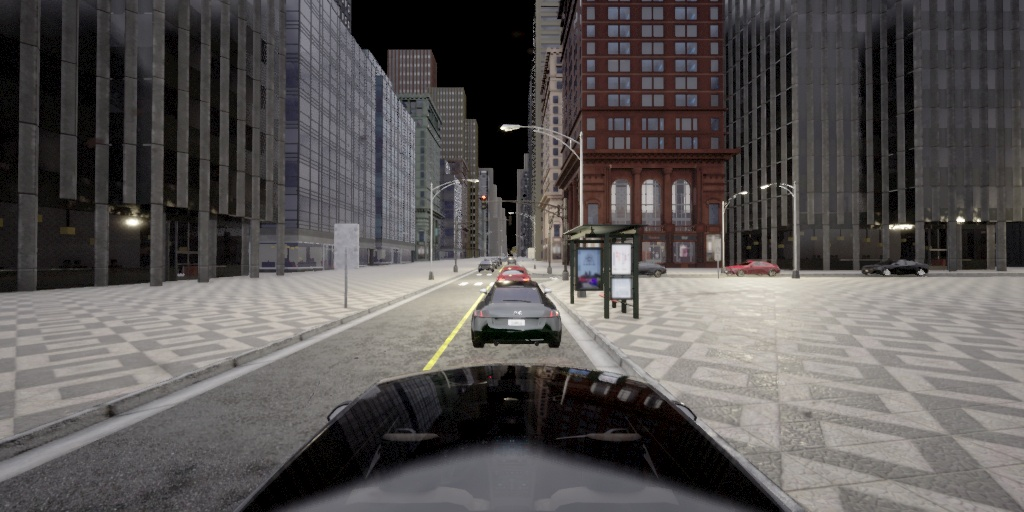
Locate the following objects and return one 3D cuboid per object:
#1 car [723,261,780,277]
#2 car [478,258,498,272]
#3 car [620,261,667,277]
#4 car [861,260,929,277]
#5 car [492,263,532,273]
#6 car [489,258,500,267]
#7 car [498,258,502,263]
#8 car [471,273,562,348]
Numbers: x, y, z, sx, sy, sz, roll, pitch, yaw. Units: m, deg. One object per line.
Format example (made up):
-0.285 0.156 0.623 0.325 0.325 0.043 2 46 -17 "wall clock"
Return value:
22.185 1.189 33.220 4.674 1.442 1.812 0 -1 0 "car"
-3.101 1.243 44.190 2.033 1.411 5.357 0 0 0 "car"
11.864 1.225 33.223 4.674 1.442 1.812 0 -1 -2 "car"
35.363 1.092 33.197 5.008 1.535 1.882 0 -1 0 "car"
0.114 1.269 19.092 1.812 1.442 4.674 0 0 1 "car"
-3.075 1.146 64.241 1.837 1.490 4.892 0 0 0 "car"
-3.104 1.163 54.118 2.128 1.511 4.902 0 0 0 "car"
0.097 1.314 9.257 1.994 1.385 4.181 0 0 0 "car"
